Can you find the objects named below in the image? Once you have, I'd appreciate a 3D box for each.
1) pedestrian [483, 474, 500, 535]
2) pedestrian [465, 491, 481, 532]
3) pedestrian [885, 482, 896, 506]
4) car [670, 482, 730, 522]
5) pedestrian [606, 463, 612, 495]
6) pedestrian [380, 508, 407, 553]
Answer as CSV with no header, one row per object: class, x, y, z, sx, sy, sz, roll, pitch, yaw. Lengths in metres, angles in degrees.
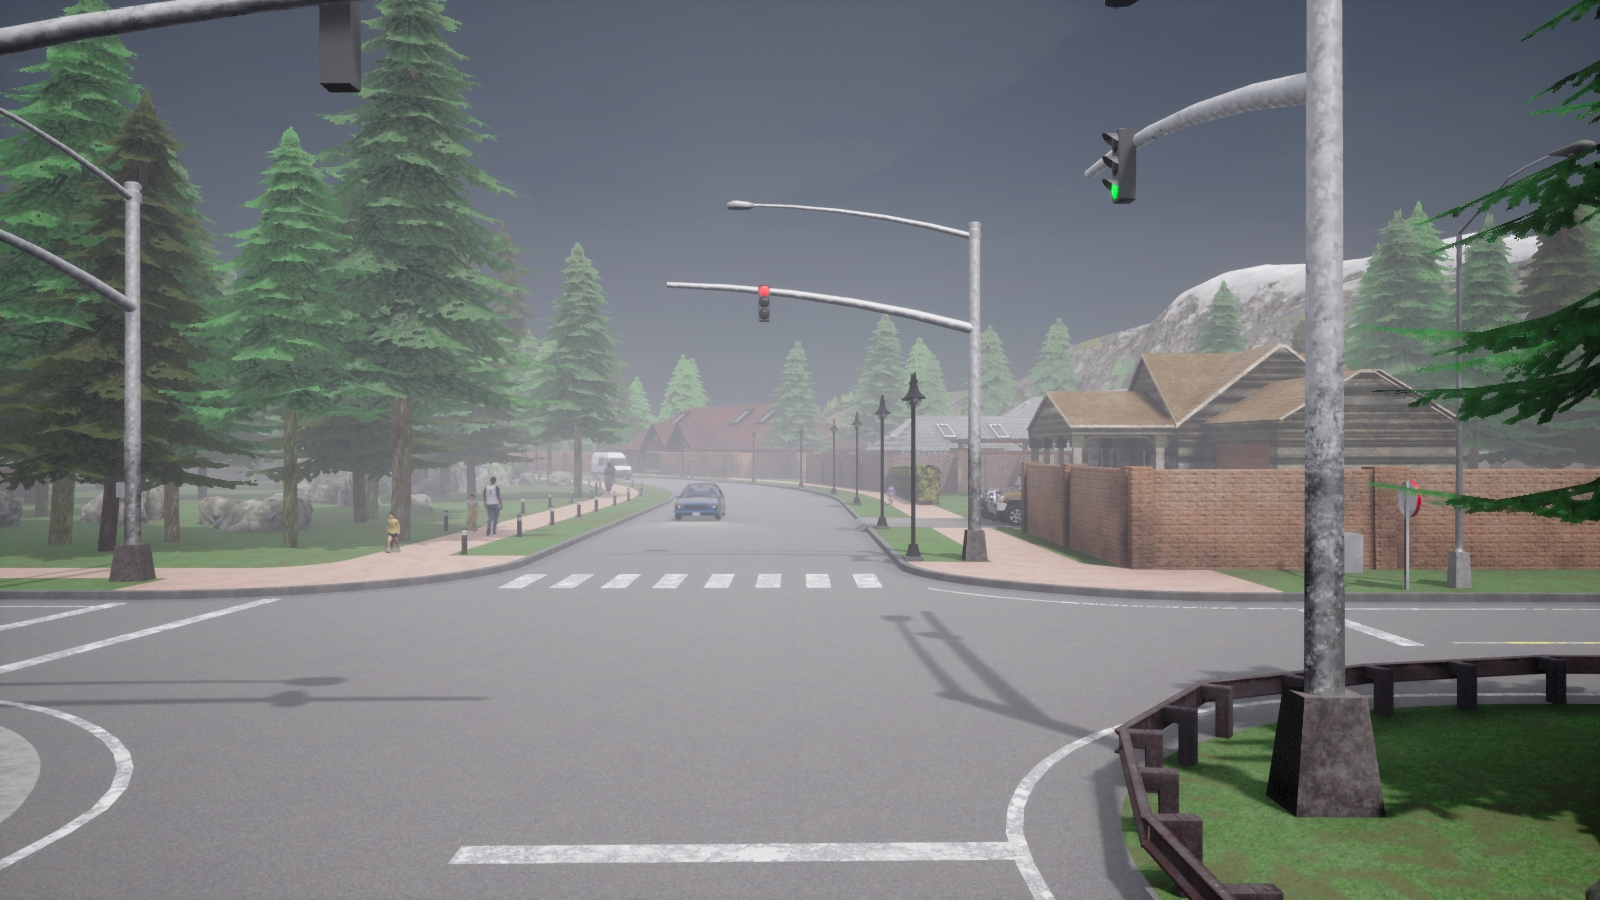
pedestrian,-9.460,1.664,35.030,0.375,1.860,0.375,0,0,5
pedestrian,-10.387,1.943,36.271,0.375,1.300,0.375,0,0,4
pedestrian,4.265,2.046,53.596,0.500,1.100,0.500,0,0,3
car,-4.014,2.072,46.601,2.033,1.411,5.357,0,0,0
pedestrian,-11.155,1.664,66.747,0.375,1.860,0.375,0,0,-8
pedestrian,-10.312,2.044,28.979,0.500,1.100,0.500,0,0,4
